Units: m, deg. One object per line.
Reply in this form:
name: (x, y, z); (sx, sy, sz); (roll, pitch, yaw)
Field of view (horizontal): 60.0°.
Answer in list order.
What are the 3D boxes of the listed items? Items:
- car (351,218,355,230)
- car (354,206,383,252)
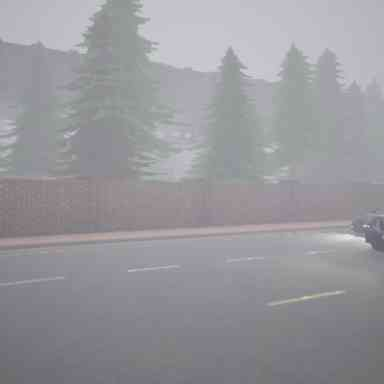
car: (9.729, 1.368, 16.007); (4.181, 1.385, 1.994); (0, 1, -24)
car: (8.688, 1.089, 11.680); (5.566, 2.045, 2.150); (0, 1, -25)
